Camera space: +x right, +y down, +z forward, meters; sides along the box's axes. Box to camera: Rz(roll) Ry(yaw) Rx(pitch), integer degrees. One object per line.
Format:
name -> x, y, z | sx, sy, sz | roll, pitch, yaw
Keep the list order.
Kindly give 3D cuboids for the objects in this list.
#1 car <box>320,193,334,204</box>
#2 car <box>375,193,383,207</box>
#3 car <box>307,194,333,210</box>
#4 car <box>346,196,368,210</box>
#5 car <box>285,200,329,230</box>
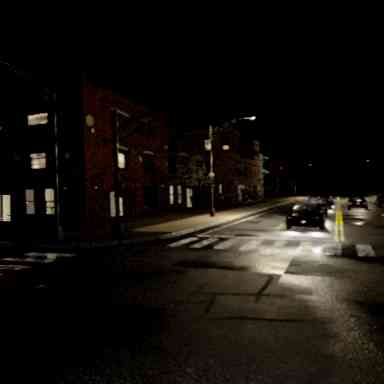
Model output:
car -> 14.086, 1.162, 36.086 | 1.994, 1.385, 4.181 | -1, 0, 24
car -> 22.126, 0.891, 37.966 | 1.882, 1.535, 5.008 | -1, 0, 24
car -> 10.220, 1.197, 27.450 | 2.128, 1.511, 4.902 | -1, 0, 24
car -> 16.821, 1.089, 33.960 | 2.033, 1.411, 5.357 | -1, 0, 24
car -> 6.683, 1.367, 19.416 | 1.994, 1.385, 4.181 | -1, 0, 24
